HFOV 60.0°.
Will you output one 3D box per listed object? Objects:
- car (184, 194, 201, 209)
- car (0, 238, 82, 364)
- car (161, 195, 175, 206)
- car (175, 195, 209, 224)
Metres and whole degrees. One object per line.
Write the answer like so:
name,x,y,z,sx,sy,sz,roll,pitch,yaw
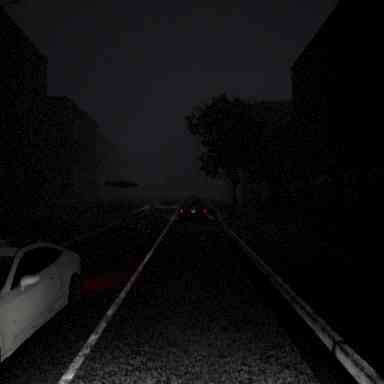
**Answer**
car,0.066,1.146,41.819,2.097,1.767,4.553,0,1,0
car,-3.122,1.524,5.091,1.812,1.442,4.674,0,0,0
car,-3.371,1.192,47.685,1.882,1.535,5.008,0,1,0
car,0.089,1.314,24.252,2.097,1.767,4.553,0,0,0
